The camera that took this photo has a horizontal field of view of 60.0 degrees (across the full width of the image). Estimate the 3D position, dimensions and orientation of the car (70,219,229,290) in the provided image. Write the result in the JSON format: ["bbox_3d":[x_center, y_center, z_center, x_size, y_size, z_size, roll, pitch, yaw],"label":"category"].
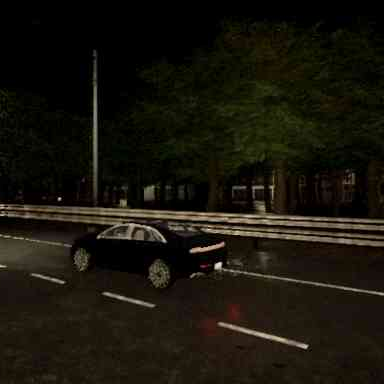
[{"bbox_3d":[-1.363,1.505,9.144,4.902,1.511,2.128,0,0,36],"label":"car"}]
